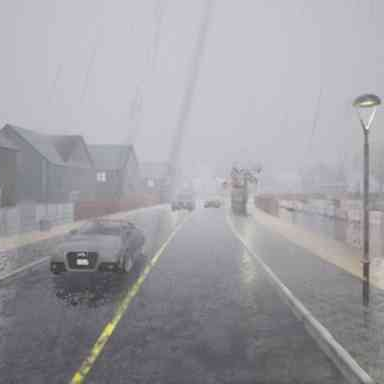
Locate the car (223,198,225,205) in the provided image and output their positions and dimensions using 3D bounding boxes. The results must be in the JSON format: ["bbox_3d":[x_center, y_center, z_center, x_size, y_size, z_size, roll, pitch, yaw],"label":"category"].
[{"bbox_3d":[4.144,1.440,54.677,1.882,1.535,5.008,0,0,16],"label":"car"}]

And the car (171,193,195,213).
[{"bbox_3d":[-0.908,1.188,37.687,2.150,2.045,5.566,0,0,6],"label":"car"}]

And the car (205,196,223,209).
[{"bbox_3d":[2.849,1.568,45.379,1.895,1.301,4.718,0,0,8],"label":"car"}]

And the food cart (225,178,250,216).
[{"bbox_3d":[4.583,0.443,33.893,2.280,3.560,4.660,1,1,5],"label":"food cart"}]

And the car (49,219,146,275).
[{"bbox_3d":[-2.668,1.547,10.260,1.994,1.385,4.181,0,0,2],"label":"car"}]
